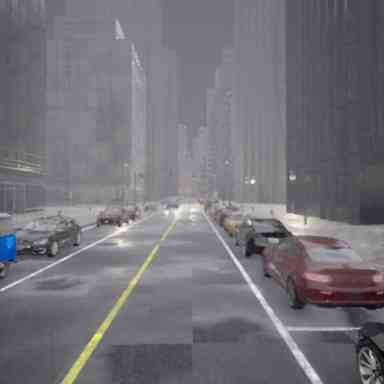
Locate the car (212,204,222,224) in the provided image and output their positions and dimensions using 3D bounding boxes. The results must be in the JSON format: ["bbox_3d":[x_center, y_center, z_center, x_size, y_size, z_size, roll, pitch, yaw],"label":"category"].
[{"bbox_3d":[2.767,1.802,24.642,1.947,1.339,4.313,0,-1,0],"label":"car"}]

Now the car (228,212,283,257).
[{"bbox_3d":[2.766,1.693,13.370,1.947,1.339,4.313,0,-1,0],"label":"car"}]

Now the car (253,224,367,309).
[{"bbox_3d":[2.765,1.655,7.732,1.802,1.307,4.206,0,-1,0],"label":"car"}]

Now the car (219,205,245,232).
[{"bbox_3d":[2.767,1.708,19.176,1.752,1.417,4.829,0,-1,0],"label":"car"}]

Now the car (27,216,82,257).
[{"bbox_3d":[-5.759,1.677,13.354,2.008,1.369,4.403,0,-1,0],"label":"car"}]

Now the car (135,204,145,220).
[{"bbox_3d":[-5.757,1.836,30.262,1.887,1.381,4.507,0,-1,0],"label":"car"}]

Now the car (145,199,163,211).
[{"bbox_3d":[-5.754,2.012,47.168,2.008,1.369,4.403,0,-1,0],"label":"car"}]

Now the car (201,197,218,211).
[{"bbox_3d":[2.771,1.777,47.189,2.192,1.841,5.009,0,-1,0],"label":"car"}]

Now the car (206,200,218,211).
[{"bbox_3d":[2.769,1.875,36.085,1.752,1.417,4.829,0,-1,0],"label":"car"}]

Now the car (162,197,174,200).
[{"bbox_3d":[-5.751,2.054,74.023,2.192,1.841,5.009,0,-1,0],"label":"car"}]

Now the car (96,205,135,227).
[{"bbox_3d":[-5.757,1.780,24.625,1.887,1.381,4.507,0,-1,0],"label":"car"}]

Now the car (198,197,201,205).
[{"bbox_3d":[2.774,2.321,74.039,1.802,1.307,4.206,0,-1,0],"label":"car"}]

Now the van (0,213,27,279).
[{"bbox_3d":[-5.759,1.414,7.720,1.690,1.788,3.998,0,-1,0],"label":"van"}]

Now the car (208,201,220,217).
[{"bbox_3d":[2.768,1.837,30.278,1.887,1.381,4.507,0,-1,0],"label":"car"}]

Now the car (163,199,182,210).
[{"bbox_3d":[-2.996,2.110,51.890,1.895,1.301,4.718,0,-1,0],"label":"car"}]

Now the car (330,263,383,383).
[{"bbox_3d":[2.765,1.587,2.096,1.947,1.339,4.313,0,-1,0],"label":"car"}]
